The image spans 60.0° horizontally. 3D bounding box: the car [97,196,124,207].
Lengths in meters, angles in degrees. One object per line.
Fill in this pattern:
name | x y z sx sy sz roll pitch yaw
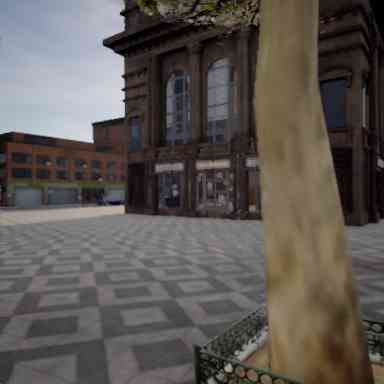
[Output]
car | -13.171 1.466 54.062 2.097 1.767 4.553 0 0 36
